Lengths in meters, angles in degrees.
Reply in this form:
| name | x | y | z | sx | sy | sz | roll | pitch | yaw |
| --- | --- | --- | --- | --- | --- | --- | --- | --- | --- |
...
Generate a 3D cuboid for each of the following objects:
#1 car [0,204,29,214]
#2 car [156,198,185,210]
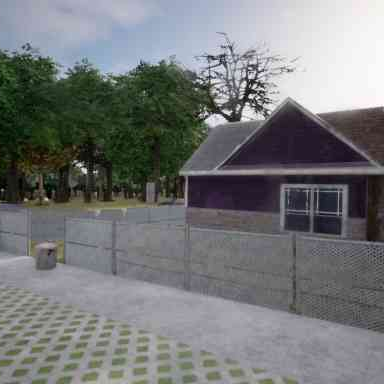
| name | x | y | z | sx | sy | sz | roll | pitch | yaw |
| --- | --- | --- | --- | --- | --- | --- | --- | --- | --- |
| car | -13.096 | 1.549 | 22.633 | 1.812 | 1.442 | 4.674 | 2 | 1 | 36 |
| car | -1.852 | 1.433 | 38.178 | 2.033 | 1.411 | 5.357 | 2 | 2 | 36 |
